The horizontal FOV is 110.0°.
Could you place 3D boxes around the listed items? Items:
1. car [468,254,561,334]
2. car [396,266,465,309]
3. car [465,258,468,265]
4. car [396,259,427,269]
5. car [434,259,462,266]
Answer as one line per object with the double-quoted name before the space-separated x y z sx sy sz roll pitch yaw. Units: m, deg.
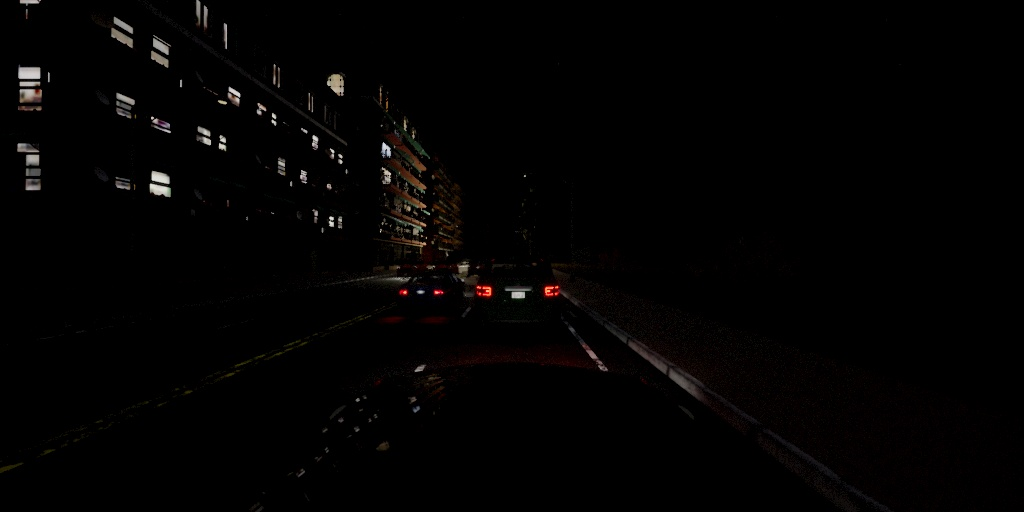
"car" 0.104 0.973 10.765 2.150 2.045 5.566 0 0 -1
"car" -3.149 1.299 14.878 2.033 1.411 5.357 0 0 0
"car" -3.145 1.105 35.927 2.097 1.767 4.553 0 0 0
"car" -9.843 1.106 35.473 2.097 1.767 4.553 0 0 0
"car" -6.593 1.106 35.889 2.097 1.767 4.553 0 0 0
